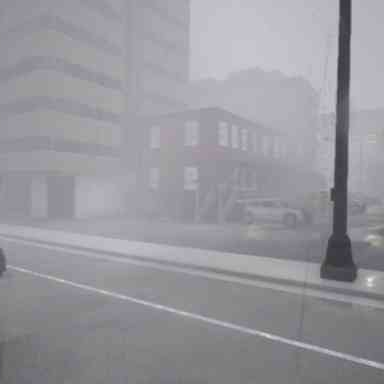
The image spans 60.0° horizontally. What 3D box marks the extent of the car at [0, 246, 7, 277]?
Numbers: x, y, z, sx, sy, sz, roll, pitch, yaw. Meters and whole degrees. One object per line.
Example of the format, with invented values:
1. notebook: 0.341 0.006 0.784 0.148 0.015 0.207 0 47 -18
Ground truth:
1. car: -6.750 1.551 8.822 4.181 1.385 1.994 0 0 36

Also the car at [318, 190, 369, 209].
1. car: 14.015 0.672 30.825 3.988 1.617 1.851 0 0 36

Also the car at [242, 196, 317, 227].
1. car: 4.916 1.162 19.388 3.806 1.475 1.970 0 0 36

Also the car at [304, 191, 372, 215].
1. car: 10.514 0.821 25.338 5.027 1.636 2.152 2 1 36

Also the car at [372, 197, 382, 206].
1. car: 15.857 0.666 33.196 5.357 1.415 2.033 1 1 36
